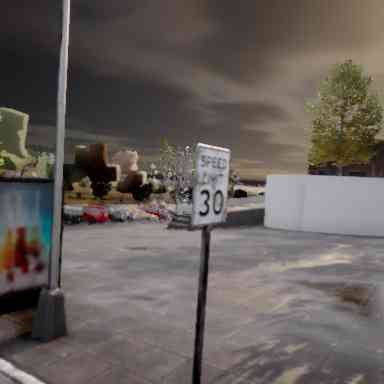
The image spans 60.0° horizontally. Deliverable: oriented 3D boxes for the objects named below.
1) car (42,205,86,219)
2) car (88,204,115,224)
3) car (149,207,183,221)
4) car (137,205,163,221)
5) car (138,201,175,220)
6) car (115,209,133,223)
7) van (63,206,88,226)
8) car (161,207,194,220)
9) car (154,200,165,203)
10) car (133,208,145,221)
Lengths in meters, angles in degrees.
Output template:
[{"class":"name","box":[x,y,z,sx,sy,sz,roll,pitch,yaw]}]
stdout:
[{"class":"car","box":[-16.861,2.564,43.949,2.128,1.511,4.902,6,2,36]},{"class":"car","box":[-12.967,2.726,40.727,5.566,2.045,2.435,6,2,16]},{"class":"car","box":[-4.147,3.441,52.909,4.792,1.488,2.163,6,2,16]},{"class":"car","box":[-7.496,3.253,47.988,5.366,1.575,1.946,6,2,16]},{"class":"car","box":[-5.872,3.076,50.461,5.566,2.045,2.435,6,2,16]},{"class":"car","box":[-11.141,2.819,43.152,5.566,2.045,2.435,6,2,16]},{"class":"van","box":[-14.830,2.656,38.327,4.442,1.987,1.878,6,2,16]},{"class":"car","box":[-2.421,3.499,55.342,4.892,1.521,2.231,6,2,16]},{"class":"car","box":[-7.613,2.561,71.711,2.097,1.767,4.553,6,2,36]},{"class":"car","box":[-9.438,3.192,45.606,4.674,1.452,2.002,6,2,16]}]
